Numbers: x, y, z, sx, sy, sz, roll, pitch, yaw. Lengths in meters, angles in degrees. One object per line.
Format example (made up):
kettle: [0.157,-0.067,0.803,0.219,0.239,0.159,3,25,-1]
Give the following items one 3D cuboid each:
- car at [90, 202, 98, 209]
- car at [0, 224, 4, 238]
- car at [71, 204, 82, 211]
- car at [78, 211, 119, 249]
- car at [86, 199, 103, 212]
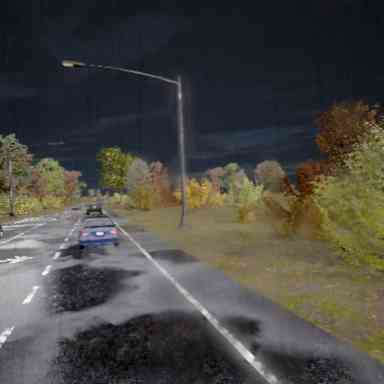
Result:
car: [-23.813,3.320,80.620,1.882,1.535,5.008,-2,-1,-17]
car: [-13.097,2.357,20.423,1.994,1.385,4.181,-2,-1,-17]
car: [-24.595,3.340,70.994,1.994,1.385,4.181,-2,-1,-16]
car: [-4.802,1.948,17.080,2.033,1.411,5.357,-2,-1,-17]
car: [-14.901,2.407,50.799,2.150,2.045,5.566,-2,-1,-17]
